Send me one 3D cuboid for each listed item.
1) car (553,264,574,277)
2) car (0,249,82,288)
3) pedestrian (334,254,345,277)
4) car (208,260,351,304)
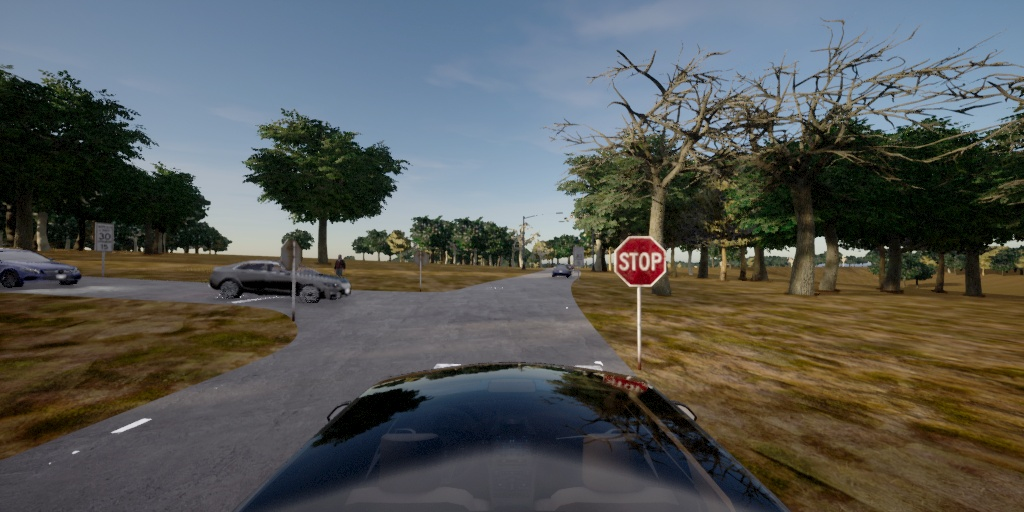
[{"bbox_3d":[5.862,1.699,41.680,1.994,1.385,4.181,0,-1,13],"label":"car"},{"bbox_3d":[-20.141,0.439,14.309,4.674,1.442,1.812,3,-1,3],"label":"car"},{"bbox_3d":[-9.701,0.794,20.103,0.375,1.860,0.375,0,-4,3],"label":"pedestrian"},{"bbox_3d":[-8.864,0.937,13.944,4.902,1.511,2.128,4,-1,-2],"label":"car"}]
